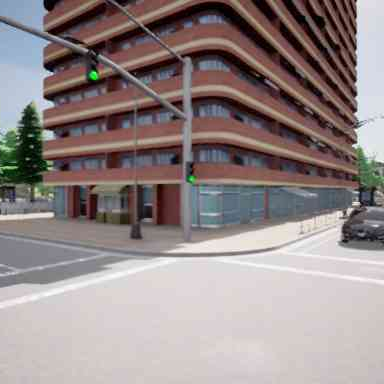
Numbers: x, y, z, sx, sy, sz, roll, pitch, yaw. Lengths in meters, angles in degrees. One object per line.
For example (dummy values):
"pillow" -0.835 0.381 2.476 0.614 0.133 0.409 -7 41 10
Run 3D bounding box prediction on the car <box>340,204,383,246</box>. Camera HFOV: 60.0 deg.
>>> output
"car" 8.239 1.504 15.437 1.837 1.490 4.892 0 0 35

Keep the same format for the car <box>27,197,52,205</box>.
"car" -19.837 1.407 44.969 2.128 1.511 4.902 0 0 36
